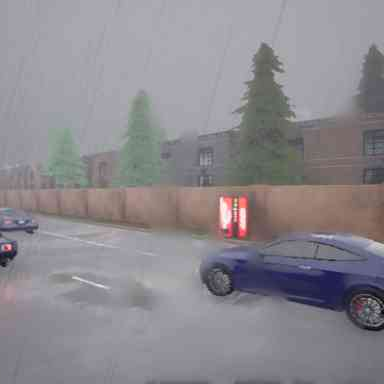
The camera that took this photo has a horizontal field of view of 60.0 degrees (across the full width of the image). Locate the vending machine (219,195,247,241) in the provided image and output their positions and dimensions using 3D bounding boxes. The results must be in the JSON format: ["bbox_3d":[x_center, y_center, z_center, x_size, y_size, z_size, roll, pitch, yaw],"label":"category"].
[{"bbox_3d":[1.988,1.195,16.009,0.880,2.100,1.100,0,0,42],"label":"vending machine"}]

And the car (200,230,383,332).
[{"bbox_3d":[2.337,1.526,6.824,4.674,1.442,1.812,0,0,37],"label":"car"}]

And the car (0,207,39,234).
[{"bbox_3d":[-10.200,1.547,18.249,2.033,1.411,5.357,0,0,-45],"label":"car"}]

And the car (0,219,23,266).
[{"bbox_3d":[-7.278,1.601,10.455,4.718,1.301,1.895,0,0,43],"label":"car"}]
